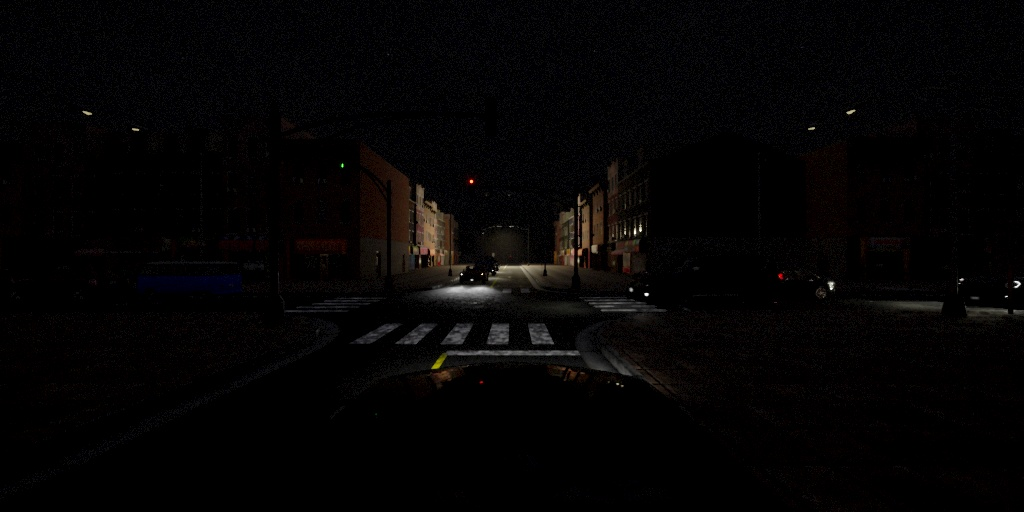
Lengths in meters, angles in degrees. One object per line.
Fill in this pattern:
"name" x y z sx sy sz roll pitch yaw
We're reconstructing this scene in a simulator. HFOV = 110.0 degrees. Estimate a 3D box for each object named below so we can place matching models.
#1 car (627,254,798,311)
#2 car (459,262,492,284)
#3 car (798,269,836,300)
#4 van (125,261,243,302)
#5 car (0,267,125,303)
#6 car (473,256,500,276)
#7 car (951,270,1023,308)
"car" 7.410 0.946 13.952 5.566 2.045 2.150 0 0 0
"car" -2.805 1.365 27.313 1.895 1.301 4.718 0 0 0
"car" 12.285 1.267 16.503 4.403 1.370 2.007 0 0 0
"van" -14.718 1.124 16.423 3.998 1.789 1.690 0 0 0
"car" -20.193 1.239 16.406 4.097 1.591 1.967 0 0 0
"car" -2.788 0.994 37.812 2.150 2.045 5.566 0 0 0
"car" 20.292 1.050 13.988 4.553 1.767 2.097 0 0 0
